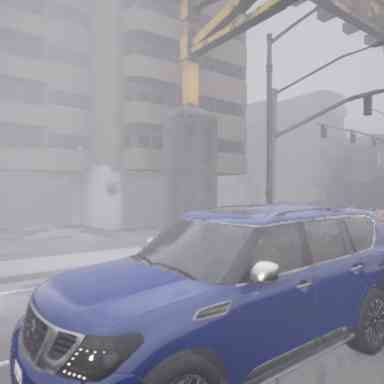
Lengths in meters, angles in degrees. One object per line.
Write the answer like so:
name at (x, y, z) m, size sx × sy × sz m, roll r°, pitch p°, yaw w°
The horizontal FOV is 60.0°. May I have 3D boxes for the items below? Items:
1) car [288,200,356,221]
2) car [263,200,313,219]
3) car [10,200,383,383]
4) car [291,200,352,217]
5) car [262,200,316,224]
car at (10.932, 1.494, 28.089) m, size 4.974 × 1.542 × 2.038 m, roll 0°, pitch 0°, yaw 34°
car at (7.356, 1.329, 25.975) m, size 1.853 × 1.218 × 4.536 m, roll 0°, pitch 0°, yaw -11°
car at (0.707, 1.227, 4.553) m, size 5.566 × 2.045 × 2.150 m, roll 0°, pitch 0°, yaw -36°
car at (10.889, 1.336, 28.118) m, size 4.536 × 1.218 × 1.853 m, roll 0°, pitch 0°, yaw 34°
car at (7.366, 1.487, 25.924) m, size 2.038 × 1.542 × 4.974 m, roll 0°, pitch 0°, yaw -11°
